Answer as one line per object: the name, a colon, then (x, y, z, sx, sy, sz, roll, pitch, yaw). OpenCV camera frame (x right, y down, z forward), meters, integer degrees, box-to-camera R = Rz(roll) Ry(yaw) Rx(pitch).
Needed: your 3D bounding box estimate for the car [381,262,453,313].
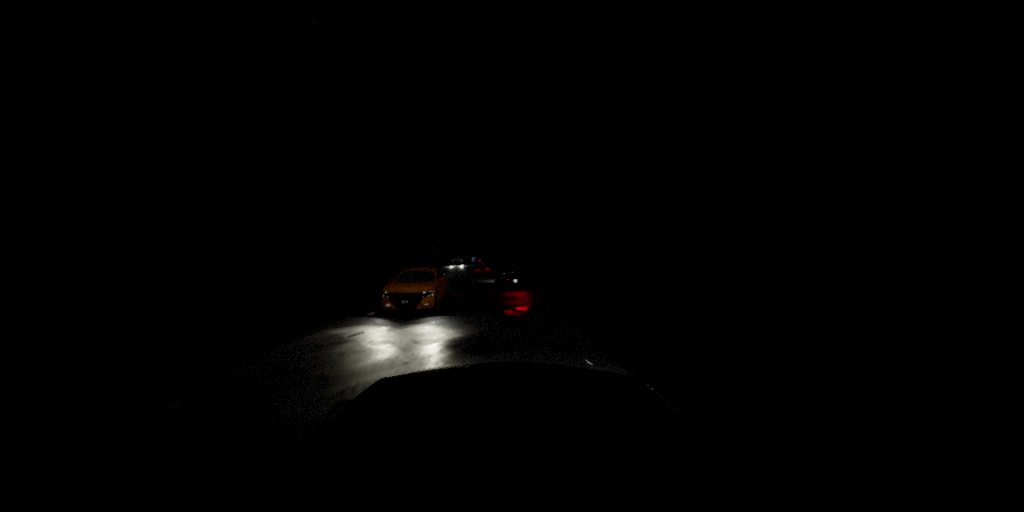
car: (-3.586, 1.174, 13.966, 1.882, 1.535, 5.008, 0, 0, -4)

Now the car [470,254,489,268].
car: (-4.028, 0.702, 47.108, 2.128, 1.511, 4.902, -1, 1, -8)

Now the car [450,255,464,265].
car: (-8.403, 0.612, 54.317, 1.812, 1.442, 4.674, -1, 2, -11)

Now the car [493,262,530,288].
car: (-0.055, 1.088, 22.106, 1.837, 1.490, 4.892, -1, 1, -6)

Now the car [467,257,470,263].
car: (-6.375, 0.449, 60.091, 2.033, 1.411, 5.357, -1, 2, -15)
